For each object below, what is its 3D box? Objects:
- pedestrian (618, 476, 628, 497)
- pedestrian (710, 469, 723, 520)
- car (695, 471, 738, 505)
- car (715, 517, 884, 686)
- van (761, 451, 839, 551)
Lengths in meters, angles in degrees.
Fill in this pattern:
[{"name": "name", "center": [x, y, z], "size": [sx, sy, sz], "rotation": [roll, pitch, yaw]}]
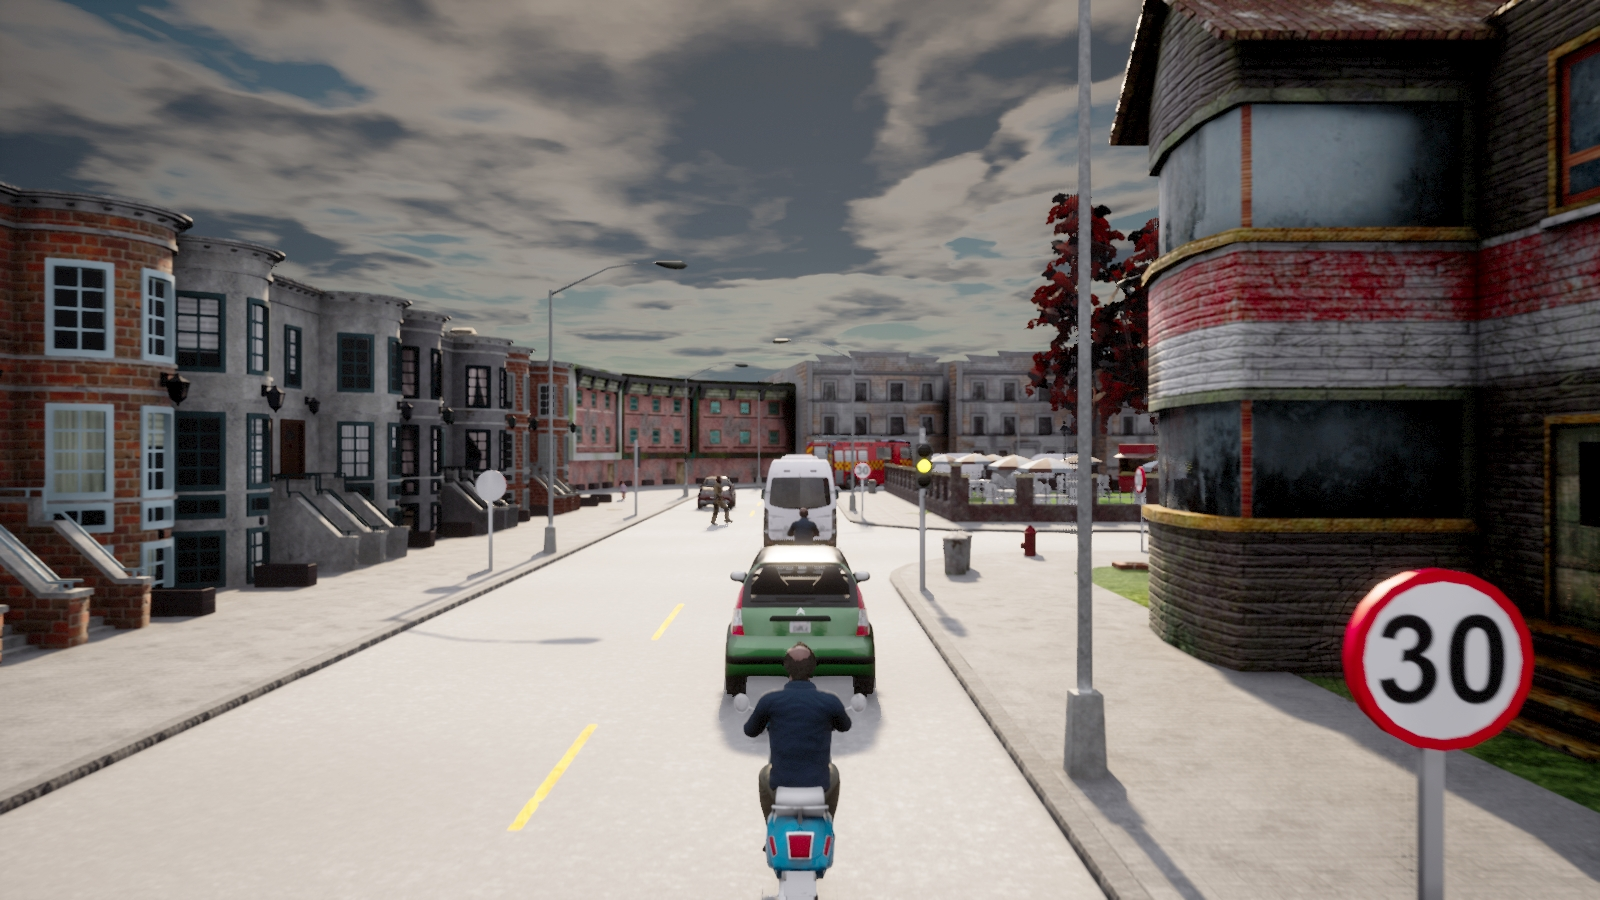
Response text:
[{"name": "pedestrian", "center": [-9.344, 1.907, 60.329], "size": [0.500, 1.100, 0.500], "rotation": [0, 0, -15]}, {"name": "pedestrian", "center": [-3.069, 1.630, 41.987], "size": [0.375, 1.860, 0.375], "rotation": [0, 0, 23]}, {"name": "car", "center": [-4.010, 1.808, 55.241], "size": [1.789, 1.549, 3.705], "rotation": [0, 0, 0]}, {"name": "car", "center": [-0.001, 1.780, 14.522], "size": [1.851, 1.617, 3.988], "rotation": [0, 0, 0]}, {"name": "van", "center": [-0.003, 1.316, 32.362], "size": [1.988, 2.561, 5.915], "rotation": [0, 0, 0]}]
